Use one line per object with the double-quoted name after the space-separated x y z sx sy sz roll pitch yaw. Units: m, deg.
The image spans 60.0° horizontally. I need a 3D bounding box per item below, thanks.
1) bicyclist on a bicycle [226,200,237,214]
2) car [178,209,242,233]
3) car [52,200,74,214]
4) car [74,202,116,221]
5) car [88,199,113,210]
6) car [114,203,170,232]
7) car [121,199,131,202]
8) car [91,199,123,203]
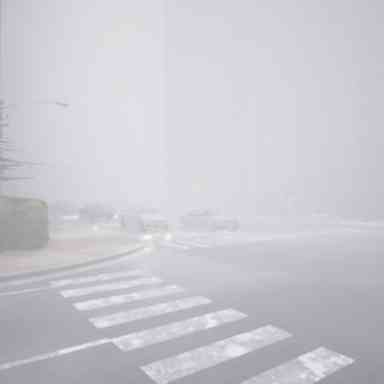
4.490 1.696 37.844 1.656 1.620 0.582 1 0 -35 "bicyclist on a bicycle"
1.089 1.836 21.960 1.895 1.301 4.718 1 -1 -36 "car"
-14.551 1.682 37.952 2.128 1.511 4.902 1 -1 -35 "car"
-8.508 1.790 29.406 1.895 1.301 4.718 1 -1 -35 "car"
-13.470 1.762 48.631 1.882 1.535 5.008 1 -1 -35 "car"
-3.226 1.715 21.989 1.812 1.442 4.674 1 -1 -35 "car"
-10.748 1.808 50.841 1.882 1.535 5.008 1 -1 -35 "car"
-10.217 1.784 37.875 2.033 1.411 5.357 1 -1 -35 "car"
